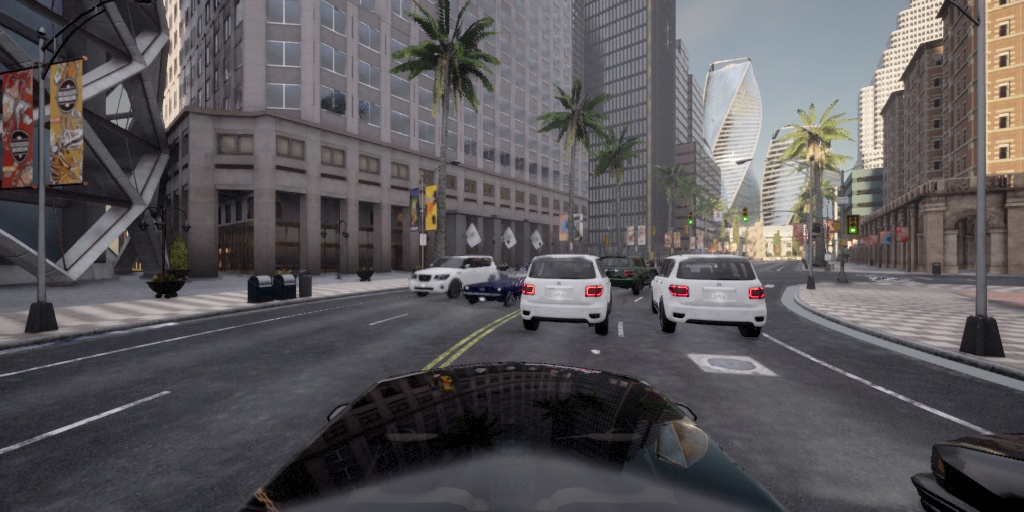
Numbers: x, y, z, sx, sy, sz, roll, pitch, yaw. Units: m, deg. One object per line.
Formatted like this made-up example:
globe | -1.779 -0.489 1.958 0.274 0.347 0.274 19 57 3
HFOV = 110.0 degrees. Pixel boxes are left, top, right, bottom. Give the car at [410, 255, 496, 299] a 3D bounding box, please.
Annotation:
car | -2.762 0.972 18.608 2.150 2.045 5.566 0 0 27

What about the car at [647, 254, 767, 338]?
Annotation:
car | 5.377 0.972 10.501 2.150 2.045 5.566 0 0 17

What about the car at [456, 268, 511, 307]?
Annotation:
car | -0.220 1.351 15.794 1.895 1.301 4.718 0 0 25

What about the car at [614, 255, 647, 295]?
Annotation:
car | 6.590 0.973 20.219 2.150 2.045 5.566 0 0 36

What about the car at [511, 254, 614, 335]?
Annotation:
car | 1.847 0.971 10.882 2.150 2.045 5.566 0 0 16
